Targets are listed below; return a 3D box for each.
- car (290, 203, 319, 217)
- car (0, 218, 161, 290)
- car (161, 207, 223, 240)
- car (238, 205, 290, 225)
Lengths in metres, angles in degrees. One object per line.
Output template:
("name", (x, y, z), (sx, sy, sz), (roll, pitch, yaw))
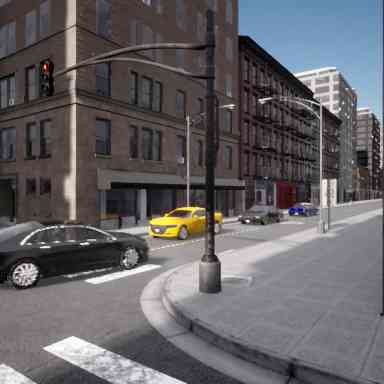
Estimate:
("car", (11.515, 1.816, 34.332), (1.895, 1.301, 4.718), (0, 0, 36))
("car", (-3.463, 1.549, 9.348), (4.892, 1.490, 1.837), (1, 1, -43))
("car", (-0.213, 1.576, 17.894), (1.882, 1.535, 5.008), (0, 0, 35))
("car", (5.527, 1.705, 25.953), (2.033, 1.411, 5.357), (0, 0, 35))
